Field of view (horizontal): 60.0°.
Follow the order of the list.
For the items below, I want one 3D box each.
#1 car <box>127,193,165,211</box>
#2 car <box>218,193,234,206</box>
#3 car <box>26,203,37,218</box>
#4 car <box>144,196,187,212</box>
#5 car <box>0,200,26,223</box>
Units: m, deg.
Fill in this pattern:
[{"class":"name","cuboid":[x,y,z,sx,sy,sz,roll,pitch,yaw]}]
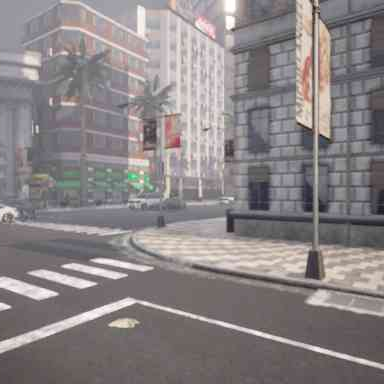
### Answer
[{"class":"car","cuboid":[-5.480,1.175,41.413,2.150,2.045,5.566,0,0,36]},{"class":"car","cuboid":[6.830,1.172,55.942,5.566,2.045,2.150,-1,1,-41]},{"class":"car","cuboid":[-15.508,1.446,27.627,2.128,1.511,4.902,0,0,36]},{"class":"car","cuboid":[-2.719,1.507,39.297,2.033,1.411,5.357,0,0,36]},{"class":"car","cuboid":[-14.498,1.485,23.057,1.812,1.442,4.674,0,0,36]}]
